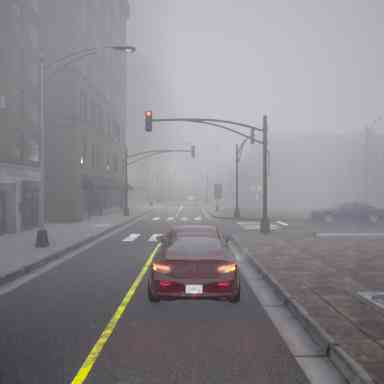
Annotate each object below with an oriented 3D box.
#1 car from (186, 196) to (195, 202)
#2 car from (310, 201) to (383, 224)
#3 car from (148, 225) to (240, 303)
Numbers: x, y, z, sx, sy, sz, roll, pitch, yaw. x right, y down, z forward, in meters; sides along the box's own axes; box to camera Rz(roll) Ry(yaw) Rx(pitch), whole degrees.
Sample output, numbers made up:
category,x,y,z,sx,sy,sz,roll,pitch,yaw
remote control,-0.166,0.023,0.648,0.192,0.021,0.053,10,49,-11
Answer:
category,x,y,z,sx,sy,sz,roll,pitch,yaw
car,-0.247,1.567,76.077,1.812,1.442,4.674,0,0,0
car,11.047,1.432,23.827,5.008,1.535,1.882,0,0,0
car,0.063,1.526,8.101,1.812,1.442,4.674,0,0,1
